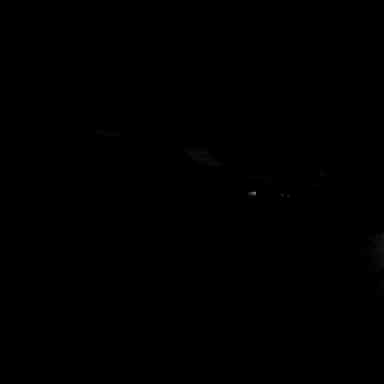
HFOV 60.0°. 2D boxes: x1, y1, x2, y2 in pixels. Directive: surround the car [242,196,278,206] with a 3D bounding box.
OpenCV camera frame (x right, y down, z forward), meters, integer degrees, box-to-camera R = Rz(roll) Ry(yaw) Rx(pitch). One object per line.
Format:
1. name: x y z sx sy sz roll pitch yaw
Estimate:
1. car: 7.821 1.550 37.994 2.150 2.045 5.566 3 -2 -36
